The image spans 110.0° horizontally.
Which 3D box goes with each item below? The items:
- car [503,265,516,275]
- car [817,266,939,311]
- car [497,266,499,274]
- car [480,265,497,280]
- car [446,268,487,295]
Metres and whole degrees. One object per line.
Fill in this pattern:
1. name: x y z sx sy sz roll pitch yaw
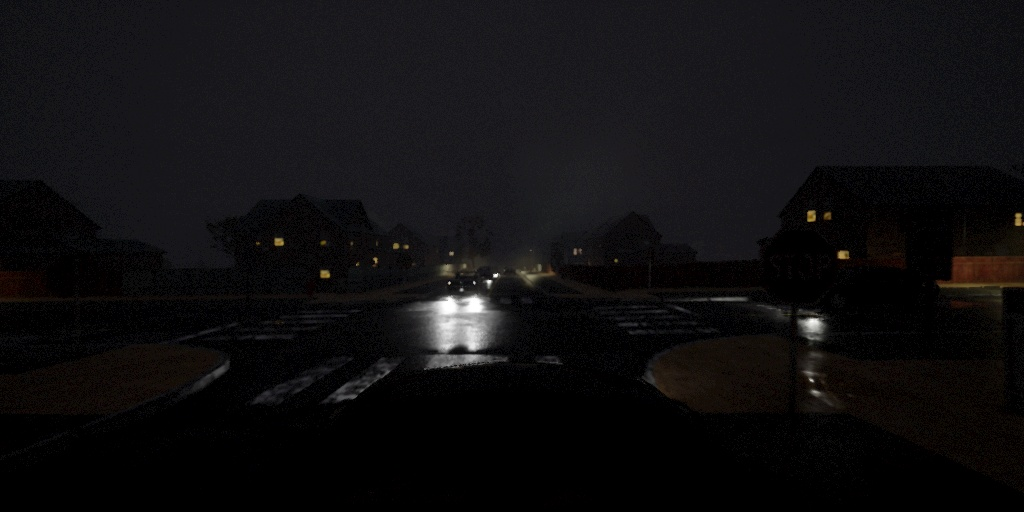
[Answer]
1. car: -0.347 2.149 55.078 2.033 1.411 5.357 0 -1 -1
2. car: 12.950 1.148 13.503 4.892 1.490 1.837 -1 1 0
3. car: -3.148 2.194 59.824 2.128 1.511 4.902 0 -1 0
4. car: -3.033 1.858 39.513 2.033 1.411 5.357 0 -1 -1
5. car: -2.865 1.640 22.510 1.895 1.301 4.718 0 -1 0
